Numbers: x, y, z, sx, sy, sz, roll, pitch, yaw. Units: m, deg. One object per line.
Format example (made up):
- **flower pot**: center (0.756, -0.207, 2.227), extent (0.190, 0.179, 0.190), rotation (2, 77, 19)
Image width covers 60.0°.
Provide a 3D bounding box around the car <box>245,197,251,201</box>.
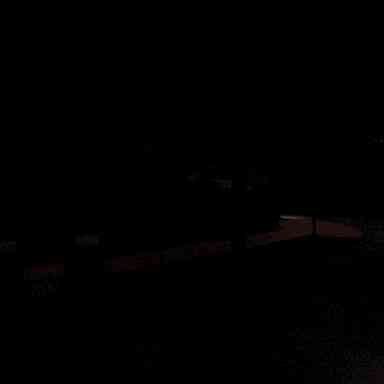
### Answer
- **car**: center (4.529, 1.195, 29.834), extent (4.553, 1.767, 2.097), rotation (0, 0, 42)
